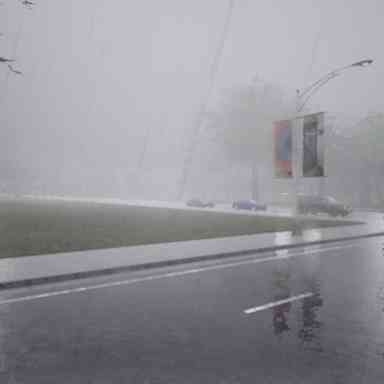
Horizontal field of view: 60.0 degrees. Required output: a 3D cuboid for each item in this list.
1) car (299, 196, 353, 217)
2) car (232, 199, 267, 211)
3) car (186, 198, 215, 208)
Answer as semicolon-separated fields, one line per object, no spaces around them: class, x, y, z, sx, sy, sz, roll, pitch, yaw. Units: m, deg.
car;13.265;1.395;33.794;2.150;2.045;5.566;1;0;-36
car;7.256;1.614;42.030;1.882;1.535;5.008;1;0;-36
car;1.176;1.653;50.378;2.033;1.411;5.357;1;0;-36
